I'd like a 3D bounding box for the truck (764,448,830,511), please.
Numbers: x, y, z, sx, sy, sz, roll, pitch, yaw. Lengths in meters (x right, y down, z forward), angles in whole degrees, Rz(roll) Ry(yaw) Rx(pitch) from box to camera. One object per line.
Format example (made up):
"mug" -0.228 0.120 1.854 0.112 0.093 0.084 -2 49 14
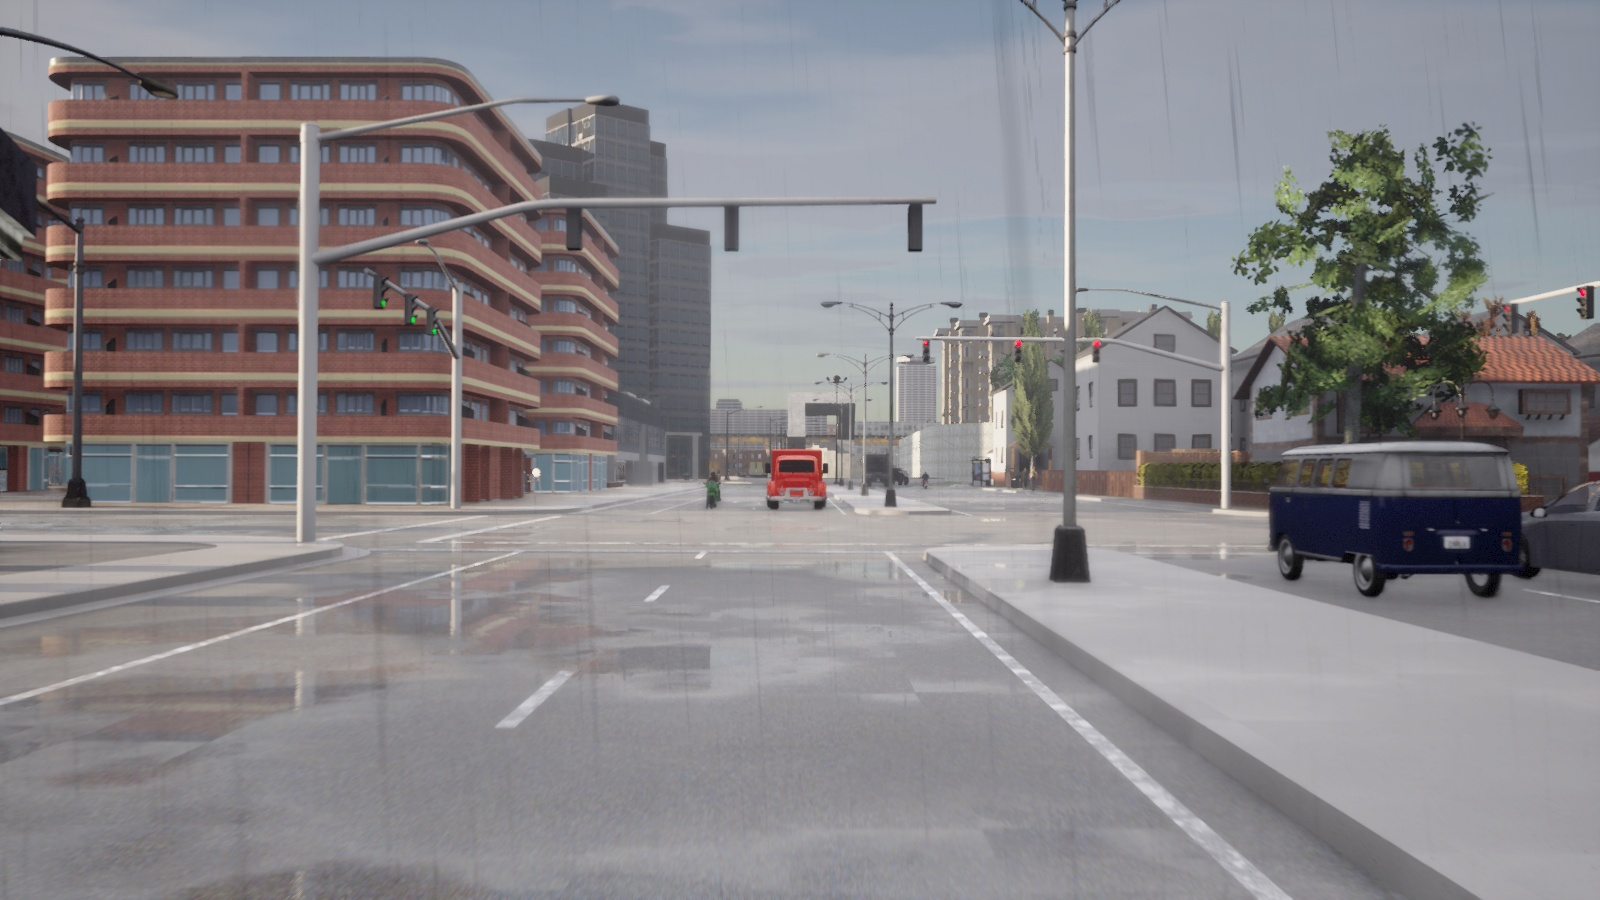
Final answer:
"truck" -0.130 1.207 52.650 2.627 2.467 5.204 0 -1 0

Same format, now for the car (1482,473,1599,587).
"car" 11.457 1.075 17.554 1.845 1.501 3.633 0 -1 0

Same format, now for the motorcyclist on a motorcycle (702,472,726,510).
"motorcyclist on a motorcycle" -3.531 1.675 51.619 0.797 1.523 2.044 0 -1 2

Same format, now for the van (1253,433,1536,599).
"van" 7.957 0.826 17.331 1.775 1.987 4.442 0 -1 0

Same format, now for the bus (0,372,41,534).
"bus" -26.119 0.090 32.677 10.273 4.253 3.944 0 -1 -1
